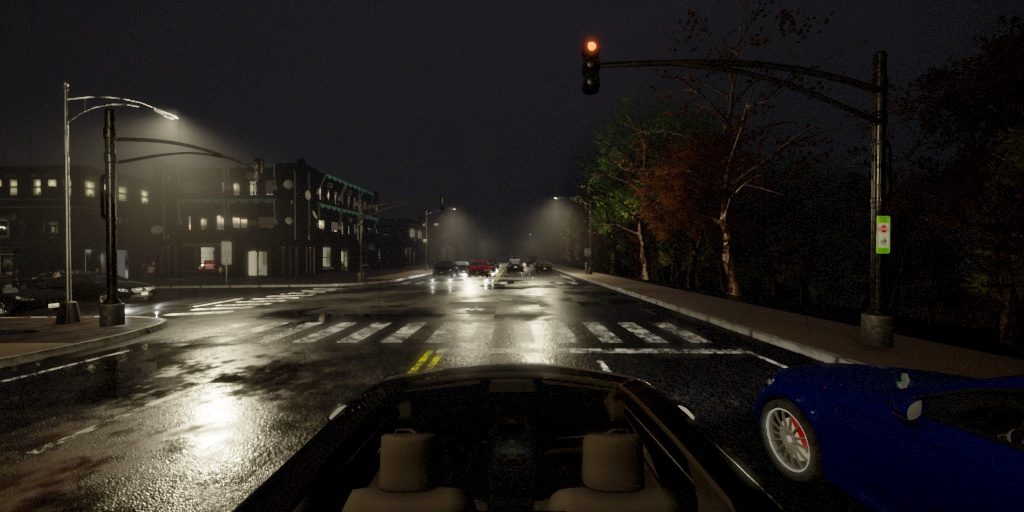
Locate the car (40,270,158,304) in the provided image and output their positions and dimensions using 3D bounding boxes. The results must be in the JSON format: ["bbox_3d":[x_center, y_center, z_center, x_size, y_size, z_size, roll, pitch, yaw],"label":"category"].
[{"bbox_3d":[-19.219,1.490,16.556,4.674,1.442,1.812,-1,1,2],"label":"car"}]

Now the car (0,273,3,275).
[{"bbox_3d":[-33.659,1.654,22.489,4.207,1.307,1.802,0,0,1],"label":"car"}]

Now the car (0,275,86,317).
[{"bbox_3d":[-19.857,1.565,13.863,4.313,1.339,1.948,0,0,1],"label":"car"}]

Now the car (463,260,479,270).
[{"bbox_3d":[-6.175,1.332,54.844,1.895,1.301,4.718,0,0,1],"label":"car"}]

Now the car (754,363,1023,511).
[{"bbox_3d":[3.355,1.276,1.682,1.812,1.442,4.674,0,0,1],"label":"car"}]

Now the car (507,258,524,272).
[{"bbox_3d":[0.431,1.299,44.846,1.994,1.385,4.181,0,0,0],"label":"car"}]

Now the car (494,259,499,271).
[{"bbox_3d":[-3.006,1.261,44.686,1.812,1.442,4.674,0,0,1],"label":"car"}]

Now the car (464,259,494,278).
[{"bbox_3d":[-3.083,1.217,34.625,1.882,1.535,5.008,0,0,1],"label":"car"}]

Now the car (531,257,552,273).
[{"bbox_3d":[3.663,1.214,42.476,1.882,1.535,5.008,0,0,0],"label":"car"}]

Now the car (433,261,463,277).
[{"bbox_3d":[-6.340,1.217,34.782,1.882,1.535,5.008,0,0,1],"label":"car"}]
